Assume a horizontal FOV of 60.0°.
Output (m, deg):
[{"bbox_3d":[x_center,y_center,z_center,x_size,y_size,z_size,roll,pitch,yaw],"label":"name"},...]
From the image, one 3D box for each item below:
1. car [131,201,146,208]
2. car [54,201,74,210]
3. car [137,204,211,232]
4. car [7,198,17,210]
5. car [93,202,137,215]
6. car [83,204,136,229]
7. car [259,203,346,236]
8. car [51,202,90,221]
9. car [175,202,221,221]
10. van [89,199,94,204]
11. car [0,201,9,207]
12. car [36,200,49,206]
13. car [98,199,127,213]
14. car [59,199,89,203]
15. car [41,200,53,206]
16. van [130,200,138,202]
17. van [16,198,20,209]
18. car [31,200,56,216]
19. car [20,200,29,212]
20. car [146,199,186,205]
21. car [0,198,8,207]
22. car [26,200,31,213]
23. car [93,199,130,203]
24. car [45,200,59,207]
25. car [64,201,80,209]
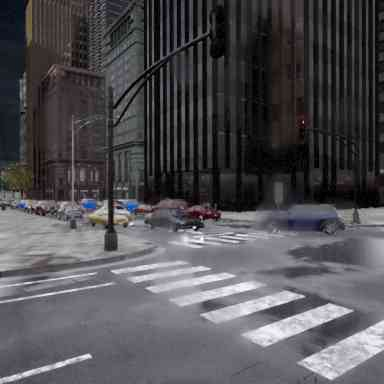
[{"bbox_3d":[-5.189,2.004,37.803,1.802,1.307,4.206,-1,0,-35],"label":"car"},{"bbox_3d":[-21.944,2.263,56.815,2.128,1.511,4.902,0,-1,-35],"label":"car"},{"bbox_3d":[-1.366,1.791,22.203,2.033,1.411,5.357,0,-1,-35],"label":"car"},{"bbox_3d":[-31.809,2.353,60.597,1.967,1.590,4.097,-1,0,-35],"label":"car"},{"bbox_3d":[-7.154,1.907,30.427,1.812,1.442,4.674,0,0,-35],"label":"car"},{"bbox_3d":[-6.183,1.843,24.435,1.752,1.417,4.829,-1,0,-35],"label":"car"},{"bbox_3d":[6.110,1.427,18.642,4.553,1.767,2.097,-1,-2,23],"label":"car"},{"bbox_3d":[-11.930,2.004,32.546,2.008,1.369,4.403,-1,0,-35],"label":"car"},{"bbox_3d":[0.683,1.828,29.495,1.887,1.381,4.507,-1,0,-35],"label":"car"},{"bbox_3d":[-16.940,2.037,54.419,1.690,1.788,3.998,-1,0,-35],"label":"van"},{"bbox_3d":[-44.242,2.770,78.148,1.802,1.307,4.206,-1,0,-35],"label":"car"},{"bbox_3d":[-37.590,2.709,83.505,2.008,1.369,4.403,-1,0,-35],"label":"car"},{"bbox_3d":[-11.067,1.875,46.111,2.192,1.841,5.009,-1,0,-35],"label":"car"},{"bbox_3d":[-14.862,1.913,41.333,2.097,1.767,4.553,0,-1,-35],"label":"car"},{"bbox_3d":[-34.583,2.659,79.261,1.947,1.339,4.313,-1,0,-35],"label":"car"},{"bbox_3d":[-8.131,1.832,41.957,1.690,1.788,3.998,-1,0,-35],"label":"van"},{"bbox_3d":[-26.058,2.122,52.479,1.690,1.788,3.998,-1,0,-35],"label":"van"},{"bbox_3d":[-17.585,1.900,40.519,2.192,1.841,5.009,-1,0,-35],"label":"car"},{"bbox_3d":[-23.231,2.156,48.492,1.967,1.590,4.097,-1,0,-35],"label":"car"},{"bbox_3d":[-2.258,1.668,33.649,2.192,1.841,5.009,-1,0,-35],"label":"car"},{"bbox_3d":[-41.134,2.666,73.761,1.887,1.381,4.507,-1,0,-35],"label":"car"},{"bbox_3d":[-20.405,2.195,44.506,1.887,1.381,4.507,-1,0,-35],"label":"car"},{"bbox_3d":[-9.588,1.837,39.393,2.097,1.767,4.553,0,-1,-35],"label":"car"},{"bbox_3d":[-31.574,2.594,75.015,1.947,1.339,4.313,-1,0,-35],"label":"car"},{"bbox_3d":[-22.551,2.406,62.282,1.802,1.307,4.206,-1,0,-35],"label":"car"}]
